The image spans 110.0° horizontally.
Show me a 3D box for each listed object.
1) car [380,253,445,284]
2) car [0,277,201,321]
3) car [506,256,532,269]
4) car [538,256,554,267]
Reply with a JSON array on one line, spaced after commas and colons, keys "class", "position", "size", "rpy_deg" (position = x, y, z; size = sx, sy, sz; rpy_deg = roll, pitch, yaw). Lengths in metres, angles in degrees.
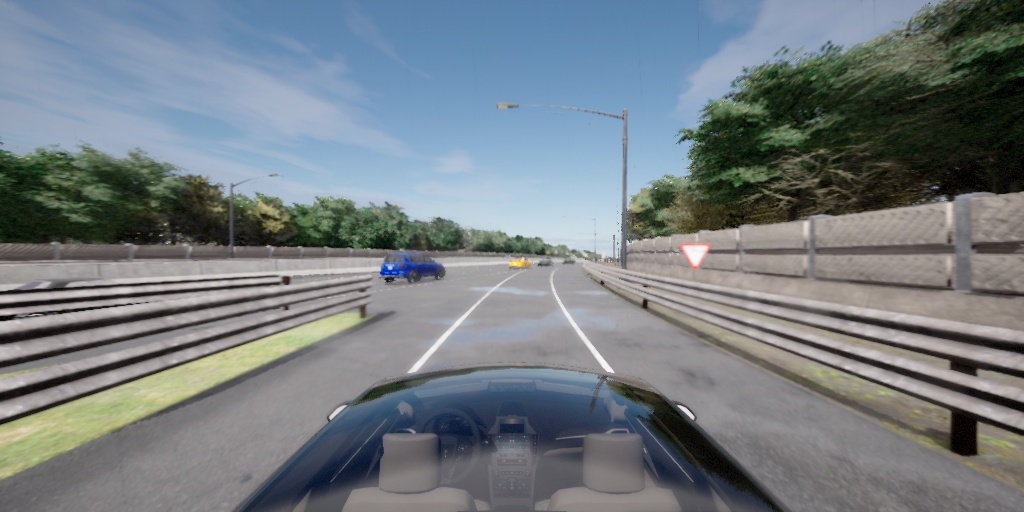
[{"class": "car", "position": [-6.944, 0.825, 25.563], "size": [2.150, 2.045, 5.566], "rpy_deg": [0, 1, 20]}, {"class": "car", "position": [-12.340, 1.277, 10.589], "size": [1.895, 1.301, 4.718], "rpy_deg": [0, 0, 20]}, {"class": "car", "position": [1.219, 0.912, 48.251], "size": [1.882, 1.535, 5.008], "rpy_deg": [0, 0, 20]}, {"class": "car", "position": [5.875, 1.089, 61.185], "size": [1.994, 1.385, 4.181], "rpy_deg": [0, 0, 20]}]
